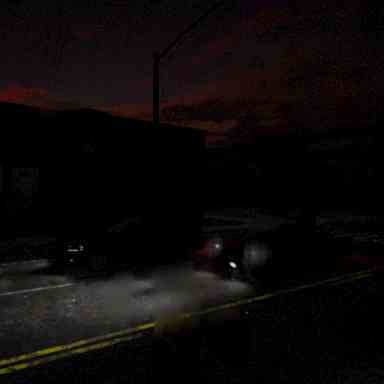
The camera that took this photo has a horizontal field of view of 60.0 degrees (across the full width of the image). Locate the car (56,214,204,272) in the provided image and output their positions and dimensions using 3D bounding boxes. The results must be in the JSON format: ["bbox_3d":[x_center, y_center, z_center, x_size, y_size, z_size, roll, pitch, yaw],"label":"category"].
[{"bbox_3d":[-1.904,1.545,11.210,5.008,1.535,1.882,1,0,-35],"label":"car"}]

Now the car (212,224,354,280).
[{"bbox_3d":[2.930,1.696,10.341,4.718,1.301,1.895,1,-1,-35],"label":"car"}]
